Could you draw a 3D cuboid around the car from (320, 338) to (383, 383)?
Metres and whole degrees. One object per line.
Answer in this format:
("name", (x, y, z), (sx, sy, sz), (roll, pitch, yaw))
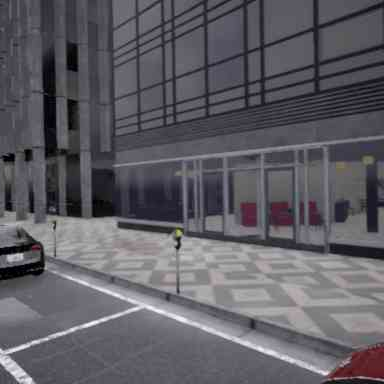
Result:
("car", (2.490, 1.360, 1.324), (4.097, 1.590, 1.967), (-1, 1, 44))

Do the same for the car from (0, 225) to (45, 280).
("car", (-5.587, 1.578, 9.198), (4.313, 1.339, 1.947), (-1, 1, 44))
